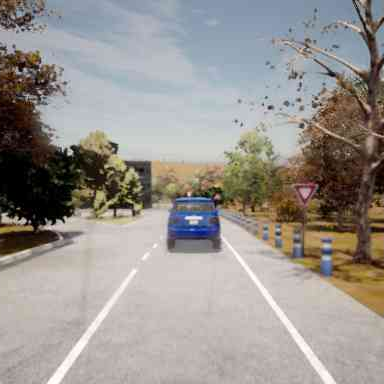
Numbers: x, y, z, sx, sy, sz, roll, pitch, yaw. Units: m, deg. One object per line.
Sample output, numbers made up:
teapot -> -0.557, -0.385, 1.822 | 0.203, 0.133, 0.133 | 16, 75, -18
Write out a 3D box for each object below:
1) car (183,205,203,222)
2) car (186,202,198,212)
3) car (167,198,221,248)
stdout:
car -> 0.070, 2.001, 32.225 | 1.837, 1.490, 4.892 | 0, -2, 0
car -> -0.040, 2.801, 62.541 | 2.097, 1.767, 4.553 | 1, -2, 0
car -> 0.072, 1.336, 15.224 | 2.150, 2.045, 5.566 | 0, -2, 0
